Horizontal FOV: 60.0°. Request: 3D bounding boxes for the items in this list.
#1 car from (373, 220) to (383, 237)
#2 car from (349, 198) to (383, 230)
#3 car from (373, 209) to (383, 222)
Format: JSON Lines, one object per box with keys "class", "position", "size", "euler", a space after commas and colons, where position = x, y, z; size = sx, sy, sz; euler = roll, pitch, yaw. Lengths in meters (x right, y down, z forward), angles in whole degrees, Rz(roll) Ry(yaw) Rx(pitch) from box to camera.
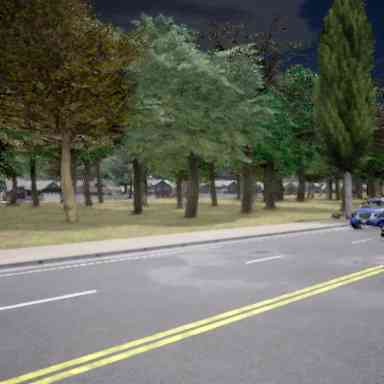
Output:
{"class": "car", "position": [7.264, 1.565, 9.158], "size": [4.902, 1.511, 2.128], "euler": [0, -1, -38]}
{"class": "car", "position": [12.574, 1.424, 21.851], "size": [5.566, 2.045, 2.150], "euler": [0, -1, -38]}
{"class": "car", "position": [11.623, 1.693, 16.966], "size": [5.357, 1.411, 2.033], "euler": [0, -1, -38]}
